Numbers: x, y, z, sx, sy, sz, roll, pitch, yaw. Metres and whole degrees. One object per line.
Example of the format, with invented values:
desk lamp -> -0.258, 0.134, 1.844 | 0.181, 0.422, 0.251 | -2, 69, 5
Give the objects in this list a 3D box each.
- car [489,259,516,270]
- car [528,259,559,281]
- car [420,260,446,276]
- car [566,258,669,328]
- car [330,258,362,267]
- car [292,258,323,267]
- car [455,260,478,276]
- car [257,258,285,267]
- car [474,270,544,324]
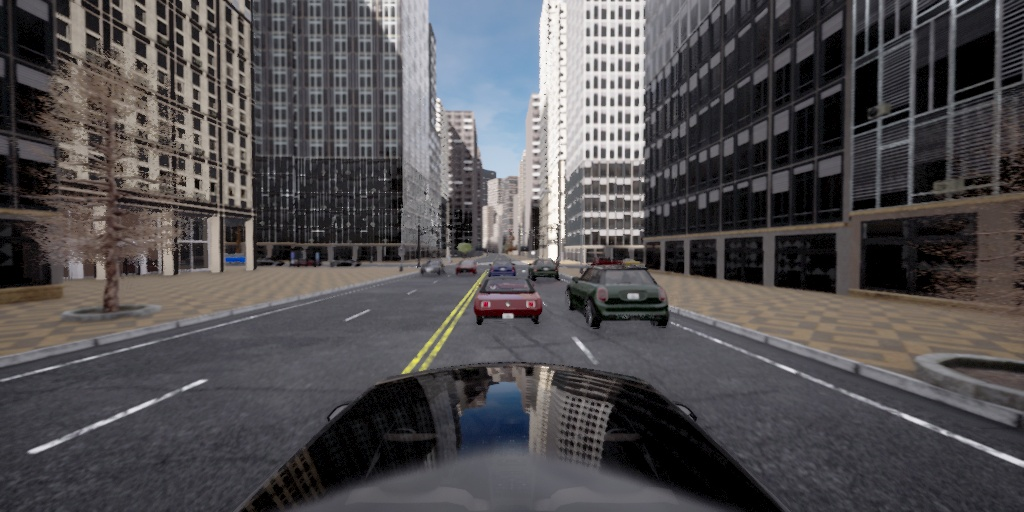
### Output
car -> -0.767, 0.996, 29.043 | 2.097, 1.767, 4.553 | 0, 0, -2
car -> 2.485, 0.990, 29.041 | 2.097, 1.767, 4.553 | 0, 0, -2
car -> -7.668, 1.121, 35.135 | 2.128, 1.511, 4.902 | 0, 0, -2
car -> 3.079, 1.060, 11.414 | 2.097, 1.767, 4.553 | 0, 0, -2
car -> -24.472, 1.016, 52.915 | 4.313, 1.339, 1.948 | 0, 0, -1
car -> -30.157, 0.990, 52.843 | 4.207, 1.307, 1.802 | 0, 0, -1
car -> -4.423, 1.099, 35.299 | 1.882, 1.535, 5.008 | 0, 0, -2
car -> -35.840, 0.931, 52.811 | 4.313, 1.339, 1.948 | 0, 0, -1
car -> -0.167, 1.314, 11.825 | 1.895, 1.301, 4.718 | 0, 0, -2
